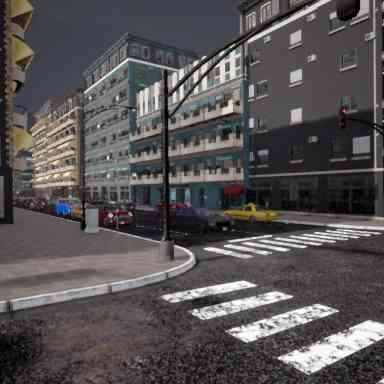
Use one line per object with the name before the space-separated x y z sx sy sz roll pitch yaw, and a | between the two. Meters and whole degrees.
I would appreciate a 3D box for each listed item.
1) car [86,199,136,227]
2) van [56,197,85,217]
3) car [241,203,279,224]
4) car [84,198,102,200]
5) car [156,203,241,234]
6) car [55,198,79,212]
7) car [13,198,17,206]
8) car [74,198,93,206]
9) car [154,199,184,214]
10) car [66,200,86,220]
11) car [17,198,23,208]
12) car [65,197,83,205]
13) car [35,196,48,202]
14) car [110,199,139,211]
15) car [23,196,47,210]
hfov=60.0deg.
car | -5.809 1.552 23.949 1.967 1.590 4.097 -1 1 -35
van | -12.236 1.482 32.960 1.690 1.788 3.998 -1 1 -35
car | 4.130 1.498 24.446 1.752 1.417 4.829 -1 1 -35
car | -8.725 1.603 32.508 1.837 1.490 4.892 -1 0 -35
car | 0.207 1.604 19.974 2.033 1.411 5.357 -1 0 -35
car | -16.296 1.634 43.187 1.837 1.490 4.892 -1 1 -35
car | -31.511 1.781 59.998 1.887 1.381 4.507 -1 1 -35
car | -18.262 1.643 55.850 1.947 1.339 4.313 -1 1 -35
car | -2.199 1.441 33.319 1.967 1.590 4.097 -1 1 -35
car | -8.922 1.651 28.317 1.752 1.417 4.829 -1 1 -35
car | -25.085 1.769 50.986 1.947 1.339 4.313 -1 1 -35
car | -21.475 1.644 60.357 2.008 1.369 4.403 -1 1 -35
car | -37.540 1.727 82.887 1.887 1.381 4.507 -1 1 -35
car | -8.623 1.581 42.332 2.008 1.369 4.403 -1 1 -35
car | -21.874 1.627 46.479 1.967 1.590 4.097 -1 1 -35
